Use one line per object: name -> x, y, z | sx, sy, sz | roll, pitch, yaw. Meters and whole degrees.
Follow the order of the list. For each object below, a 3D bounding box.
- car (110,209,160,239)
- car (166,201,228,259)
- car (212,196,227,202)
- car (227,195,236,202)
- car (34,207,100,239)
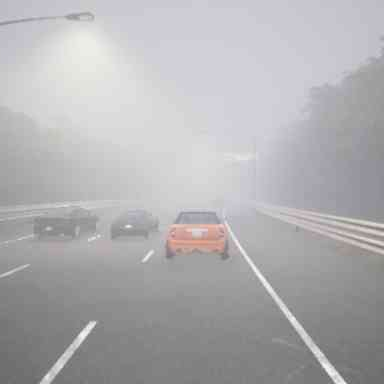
car -> -2.949, 1.630, 17.968 | 1.994, 1.385, 4.181 | 0, 0, 3
car -> 0.245, 1.405, 13.023 | 2.097, 1.767, 4.553 | 0, 0, 2
car -> 4.843, 1.557, 61.429 | 2.097, 1.767, 4.553 | 0, 0, 9
car -> 9.921, 1.867, 88.498 | 1.895, 1.301, 4.718 | 0, 0, 13
car -> -6.469, 1.534, 17.749 | 1.882, 1.535, 5.008 | 0, 0, 3
